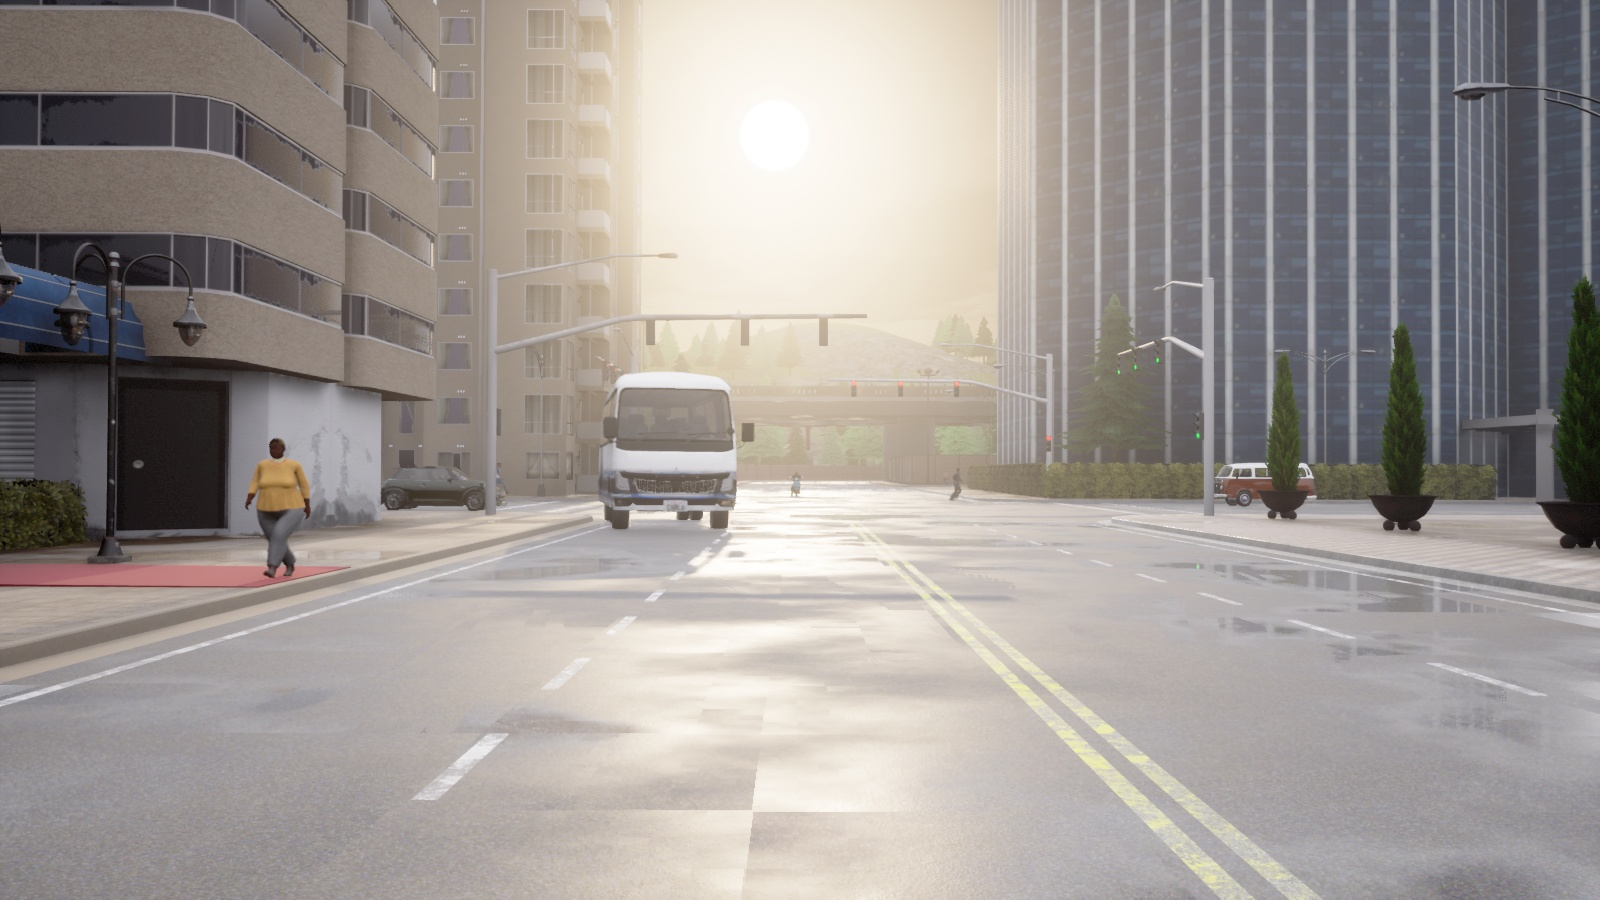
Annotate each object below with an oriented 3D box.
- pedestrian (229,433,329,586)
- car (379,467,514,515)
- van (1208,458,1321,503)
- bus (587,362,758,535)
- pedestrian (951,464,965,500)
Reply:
[{"bbox_3d":[-6.515,0.733,15.752,0.874,1.855,0.900,0,-1,0],"label":"pedestrian"},{"bbox_3d":[-13.358,1.524,47.666,4.553,1.767,2.097,0,-1,0],"label":"car"},{"bbox_3d":[21.638,1.433,58.627,4.480,2.038,2.069,0,-1,-1],"label":"van"},{"bbox_3d":[-4.003,0.061,36.249,3.944,4.253,10.273,0,-1,-11],"label":"bus"},{"bbox_3d":[8.416,1.697,66.899,0.666,1.930,0.402,0,-1,2],"label":"pedestrian"}]
